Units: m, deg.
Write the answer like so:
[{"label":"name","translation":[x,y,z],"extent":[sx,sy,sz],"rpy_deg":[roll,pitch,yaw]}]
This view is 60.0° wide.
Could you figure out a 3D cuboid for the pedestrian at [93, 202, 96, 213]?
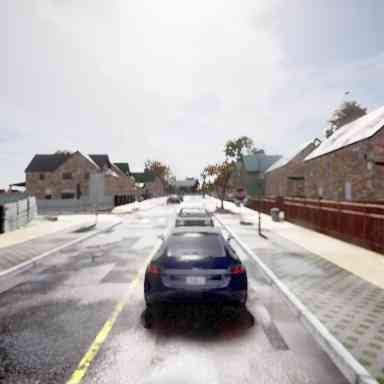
[{"label":"pedestrian","translation":[-9.905,1.527,33.985],"extent":[0.500,1.100,0.500],"rpy_deg":[0,-1,5]}]

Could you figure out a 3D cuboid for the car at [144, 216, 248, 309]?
[{"label":"car","translation":[0.093,1.489,7.796],"extent":[1.994,1.385,4.181],"rpy_deg":[0,1,1]}]

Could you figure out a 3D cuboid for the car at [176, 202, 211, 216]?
[{"label":"car","translation":[0.070,1.442,17.721],"extent":[1.895,1.301,4.718],"rpy_deg":[0,0,-1]}]

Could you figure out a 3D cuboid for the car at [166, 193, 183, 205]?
[{"label":"car","translation":[-2.820,1.185,50.330],"extent":[1.994,1.385,4.181],"rpy_deg":[0,0,0]}]
